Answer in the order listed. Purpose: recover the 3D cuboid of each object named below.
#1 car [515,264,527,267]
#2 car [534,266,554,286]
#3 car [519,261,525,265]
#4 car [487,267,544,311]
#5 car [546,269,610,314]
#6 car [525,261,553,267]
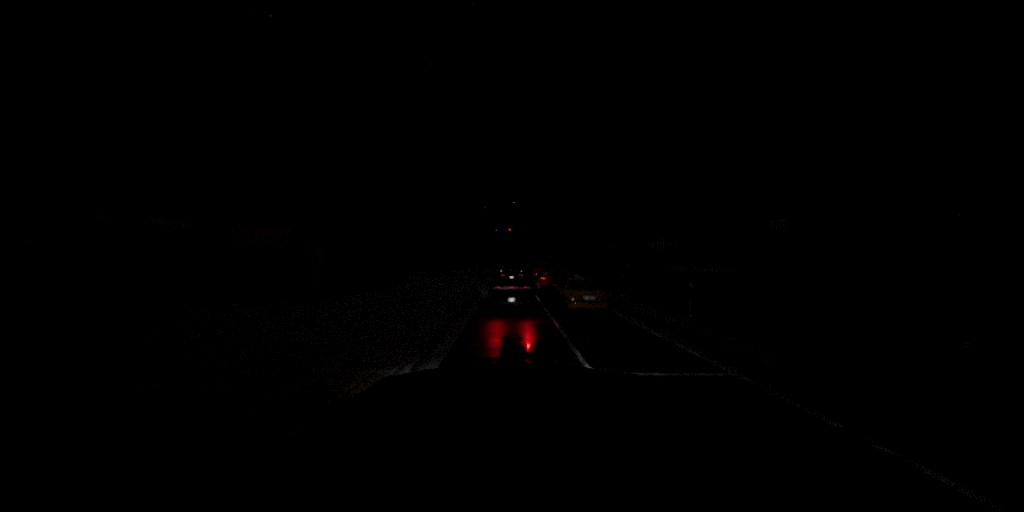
[{"bbox_3d":[-0.074,1.640,29.804,1.994,1.385,4.181,0,-1,-1],"label":"car"},{"bbox_3d":[2.557,1.611,25.247,1.802,1.307,4.207,0,0,0],"label":"car"},{"bbox_3d":[2.389,1.989,57.122,1.888,1.381,4.507,0,0,0],"label":"car"},{"bbox_3d":[-0.003,1.396,15.378,2.128,1.511,4.902,0,-1,0],"label":"car"},{"bbox_3d":[2.614,1.426,14.519,1.751,1.417,4.829,0,0,0],"label":"car"},{"bbox_3d":[2.529,1.411,30.695,2.192,1.841,5.009,0,0,0],"label":"car"}]
